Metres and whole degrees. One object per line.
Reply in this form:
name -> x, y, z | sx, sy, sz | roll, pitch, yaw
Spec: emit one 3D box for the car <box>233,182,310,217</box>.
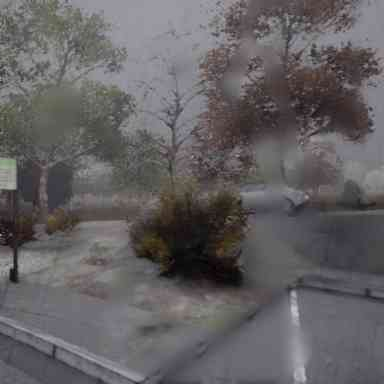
car -> 2.531, 0.303, 13.410 | 4.181, 1.385, 1.994 | -5, -2, 30
